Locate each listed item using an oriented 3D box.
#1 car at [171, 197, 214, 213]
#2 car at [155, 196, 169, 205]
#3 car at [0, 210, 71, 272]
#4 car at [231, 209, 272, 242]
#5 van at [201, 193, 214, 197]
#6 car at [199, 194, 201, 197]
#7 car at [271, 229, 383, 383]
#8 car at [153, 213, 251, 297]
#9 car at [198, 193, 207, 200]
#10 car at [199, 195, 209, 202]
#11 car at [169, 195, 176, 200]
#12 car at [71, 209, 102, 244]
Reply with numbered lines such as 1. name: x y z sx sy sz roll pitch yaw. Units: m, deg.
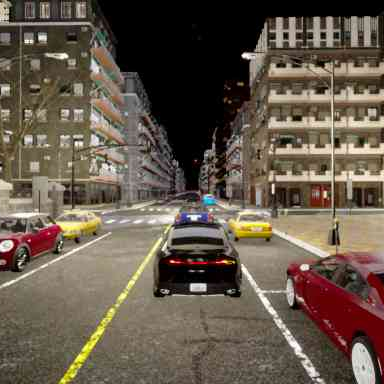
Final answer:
1. car: 0.138 1.354 18.791 2.097 1.767 4.553 0 0 1
2. car: -5.625 1.556 59.870 1.802 1.307 4.206 1 0 0
3. car: -5.670 1.442 10.552 1.967 1.590 4.097 1 0 0
4. car: 2.715 1.527 16.311 1.752 1.417 4.829 1 0 0
5. van: 2.753 1.321 54.134 1.690 1.788 3.998 1 0 0
6. car: 2.756 1.519 59.806 1.887 1.381 4.507 1 0 0
7. car: 2.704 1.546 4.908 1.887 1.381 4.507 1 0 0
8. car: 0.111 1.507 8.531 1.837 1.490 4.892 0 0 0
9. car: 2.786 1.249 88.160 2.192 1.841 5.009 1 0 0
10. car: 2.772 1.503 76.818 2.008 1.369 4.403 1 0 0
11. car: -5.598 1.516 88.225 1.802 1.307 4.206 1 0 0
12. car: -5.666 1.527 15.996 1.752 1.417 4.829 1 0 0
